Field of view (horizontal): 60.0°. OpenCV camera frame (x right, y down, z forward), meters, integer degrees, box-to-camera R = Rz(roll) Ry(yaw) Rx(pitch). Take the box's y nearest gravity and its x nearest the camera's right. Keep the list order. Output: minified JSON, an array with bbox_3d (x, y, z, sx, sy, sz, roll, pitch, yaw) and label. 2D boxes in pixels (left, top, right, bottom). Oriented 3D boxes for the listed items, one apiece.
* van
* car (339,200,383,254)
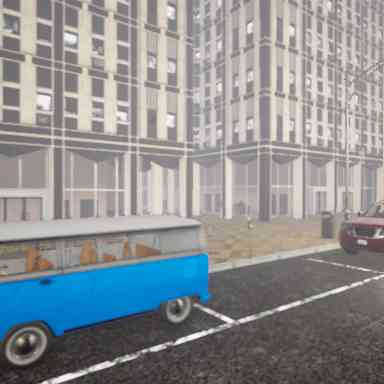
[{"bbox_3d":[-1.584,1.328,5.418,3.998,1.788,1.690,-1,1,-35],"label":"van"},{"bbox_3d":[7.330,1.216,11.774,5.009,1.841,2.192,-1,1,-35],"label":"car"}]
